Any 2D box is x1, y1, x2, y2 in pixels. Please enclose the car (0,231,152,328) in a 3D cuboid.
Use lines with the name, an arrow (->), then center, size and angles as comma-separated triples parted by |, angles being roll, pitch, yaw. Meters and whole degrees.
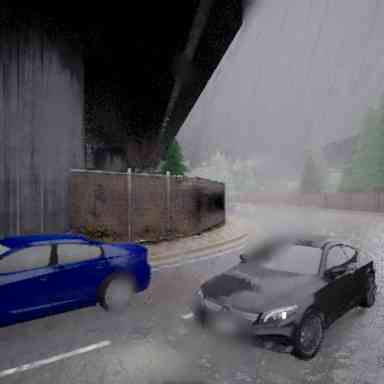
car -> -3.125, 1.562, 6.239 | 5.008, 1.535, 1.882 | 0, 0, -41

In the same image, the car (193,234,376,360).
car -> 2.038, 1.589, 6.303 | 1.812, 1.442, 4.674 | 0, -1, 43
